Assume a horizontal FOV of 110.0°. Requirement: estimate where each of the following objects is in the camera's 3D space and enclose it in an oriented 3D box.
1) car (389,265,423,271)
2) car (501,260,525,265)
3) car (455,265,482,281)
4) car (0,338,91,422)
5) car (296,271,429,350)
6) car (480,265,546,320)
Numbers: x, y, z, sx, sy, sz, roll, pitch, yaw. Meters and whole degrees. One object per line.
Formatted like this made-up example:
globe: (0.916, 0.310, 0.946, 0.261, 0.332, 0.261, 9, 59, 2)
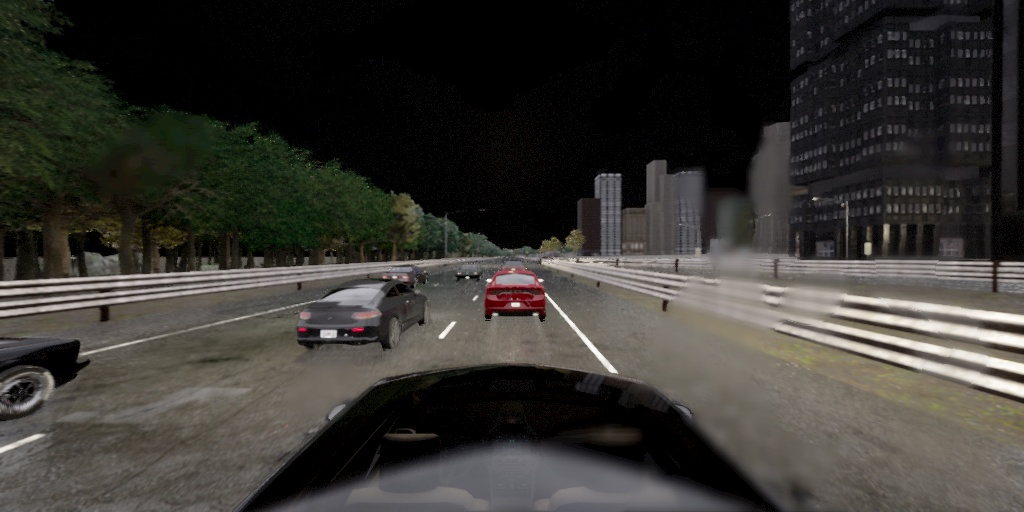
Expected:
car: (-6.891, 1.304, 23.535, 2.033, 1.411, 5.357, 0, 0, 0)
car: (0.112, 1.105, 30.569, 2.097, 1.767, 4.553, 0, 0, 0)
car: (-3.389, 1.355, 29.548, 1.895, 1.301, 4.718, 0, 0, 0)
car: (-6.901, 1.352, 2.874, 1.895, 1.301, 4.718, 0, 0, 0)
car: (-3.398, 1.280, 8.952, 1.812, 1.442, 4.674, 0, 0, 0)
car: (0.103, 1.234, 12.656, 1.882, 1.535, 5.008, 0, 0, 0)
